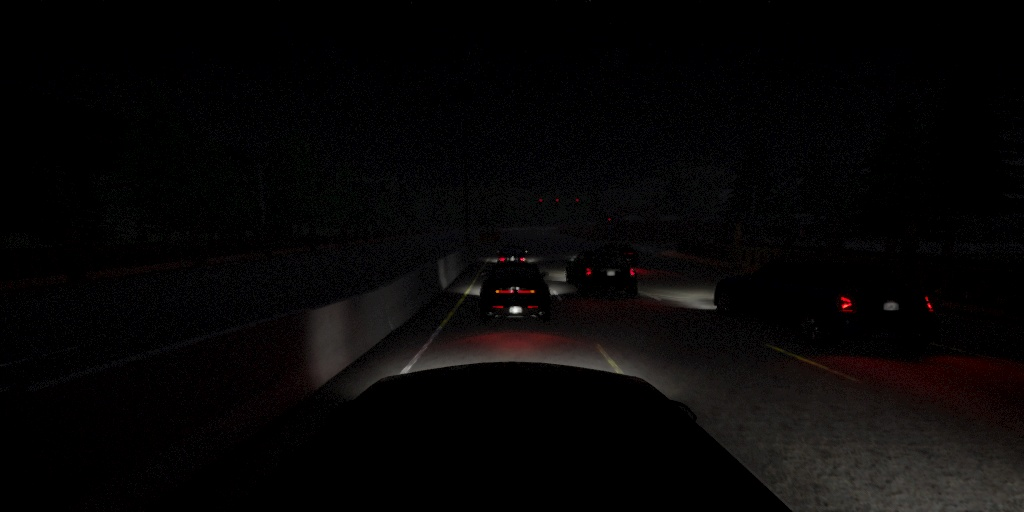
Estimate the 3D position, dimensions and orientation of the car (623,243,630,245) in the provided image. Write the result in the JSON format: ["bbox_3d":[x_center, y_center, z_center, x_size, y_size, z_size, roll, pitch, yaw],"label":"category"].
[{"bbox_3d":[7.012,-0.159,24.279,1.837,1.490,4.892,0,4,0],"label":"car"}]

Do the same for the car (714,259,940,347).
[{"bbox_3d":[7.083,0.865,8.832,2.097,1.767,4.553,0,3,0],"label":"car"}]

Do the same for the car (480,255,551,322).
[{"bbox_3d":[0.077,0.912,10.878,1.837,1.490,4.892,0,3,0],"label":"car"}]

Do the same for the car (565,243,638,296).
[{"bbox_3d":[3.556,0.492,15.024,2.097,1.767,4.553,0,4,0],"label":"car"}]

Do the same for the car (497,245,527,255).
[{"bbox_3d":[0.018,0.003,22.943,2.033,1.411,5.357,0,5,0],"label":"car"}]
